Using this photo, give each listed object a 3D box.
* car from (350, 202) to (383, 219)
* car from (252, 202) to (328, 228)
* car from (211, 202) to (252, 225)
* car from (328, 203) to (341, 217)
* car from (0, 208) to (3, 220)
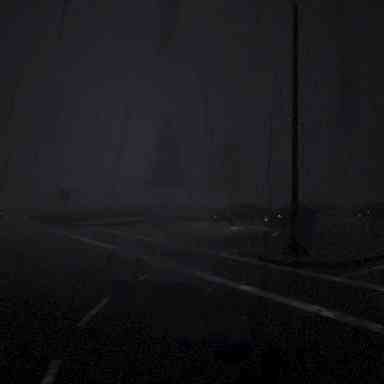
[{"bbox_3d":[16.448,1.637,29.877,5.357,1.411,2.033,0,0,-35],"label":"car"},{"bbox_3d":[6.809,1.547,22.991,4.902,1.511,2.128,0,0,-36],"label":"car"},{"bbox_3d":[3.611,1.557,25.010,4.892,1.490,1.837,0,0,-36],"label":"car"},{"bbox_3d":[11.590,1.627,30.711,5.357,1.411,2.033,0,0,-35],"label":"car"},{"bbox_3d":[-16.935,1.557,27.588,2.033,1.411,5.357,0,0,-35],"label":"car"}]
